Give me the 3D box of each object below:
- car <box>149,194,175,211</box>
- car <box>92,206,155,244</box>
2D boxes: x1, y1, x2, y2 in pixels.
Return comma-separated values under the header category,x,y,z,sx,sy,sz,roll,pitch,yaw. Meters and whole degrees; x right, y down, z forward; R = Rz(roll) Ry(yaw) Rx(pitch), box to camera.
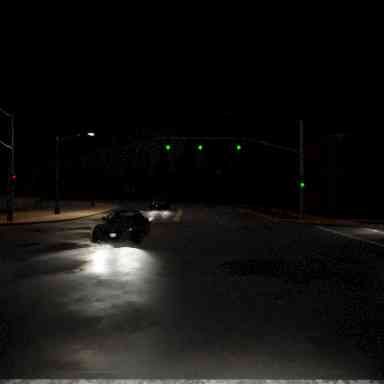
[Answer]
category,x,y,z,sx,sy,sz,roll,pitch,yaw
car,-3.714,1.255,42.199,2.150,2.045,5.566,-1,1,10
car,-3.171,1.565,15.564,1.994,1.385,4.181,0,0,2
